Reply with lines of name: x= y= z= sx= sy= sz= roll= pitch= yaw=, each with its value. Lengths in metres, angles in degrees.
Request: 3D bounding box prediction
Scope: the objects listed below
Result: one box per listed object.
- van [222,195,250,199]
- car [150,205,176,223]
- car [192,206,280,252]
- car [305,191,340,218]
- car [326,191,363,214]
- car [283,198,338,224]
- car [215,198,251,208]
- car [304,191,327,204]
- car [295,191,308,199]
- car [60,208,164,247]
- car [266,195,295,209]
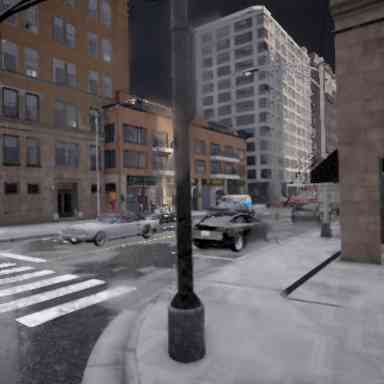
van: x=4.138 y=1.217 z=31.392 sx=1.690 sy=1.788 sz=3.998 roll=-1 pitch=0 yaw=35
car: x=-2.136 y=1.569 z=22.583 sx=2.008 sy=1.369 sz=4.403 roll=-1 pitch=0 yaw=35
car: x=1.669 y=1.451 z=13.237 sx=1.947 sy=1.339 sz=4.313 roll=-1 pitch=0 yaw=35
car: x=11.080 y=0.987 z=26.450 sx=2.192 sy=1.841 sz=5.009 roll=-1 pitch=0 yaw=35
car: x=14.219 y=0.916 z=30.855 sx=2.192 sy=1.841 sz=5.009 roll=-1 pitch=0 yaw=35
car: x=7.946 y=1.309 z=22.045 sx=1.947 sy=1.339 sz=4.313 roll=-1 pitch=0 yaw=35
car: x=2.949 y=1.435 z=24.981 sx=2.033 sy=1.411 sz=5.357 roll=-2 pitch=0 yaw=35
car: x=19.832 y=0.843 z=53.415 sx=2.192 sy=1.841 sz=5.009 roll=-1 pitch=0 yaw=35
car: x=13.382 y=0.876 z=39.558 sx=2.150 sy=2.045 sz=5.566 roll=-2 pitch=-1 yaw=36
car: x=-3.693 y=1.639 z=15.611 sx=1.895 sy=1.301 sz=4.718 roll=-2 pitch=0 yaw=34
car: x=10.420 y=1.280 z=40.202 sx=1.887 sy=1.381 sz=4.507 roll=-1 pitch=0 yaw=35
